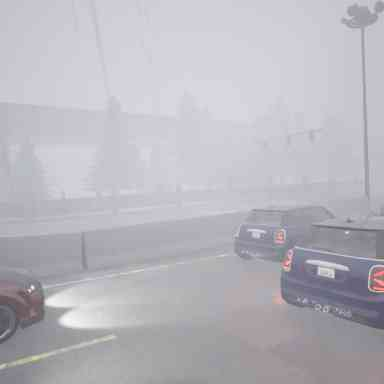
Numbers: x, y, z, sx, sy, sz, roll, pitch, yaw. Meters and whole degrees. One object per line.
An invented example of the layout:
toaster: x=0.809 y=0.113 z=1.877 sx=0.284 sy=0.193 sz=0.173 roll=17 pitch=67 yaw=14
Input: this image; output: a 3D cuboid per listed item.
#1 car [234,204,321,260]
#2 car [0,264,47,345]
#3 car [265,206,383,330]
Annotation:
car: x=3.532 y=1.156 z=10.653 sx=4.553 sy=1.767 sz=2.097 roll=-3 pitch=2 yaw=-36
car: x=-4.440 y=1.564 z=4.882 sx=4.181 sy=1.385 sz=1.994 roll=0 pitch=0 yaw=-35
car: x=3.847 y=1.232 z=6.554 sx=4.553 sy=1.767 sz=2.097 roll=-2 pitch=1 yaw=-36
